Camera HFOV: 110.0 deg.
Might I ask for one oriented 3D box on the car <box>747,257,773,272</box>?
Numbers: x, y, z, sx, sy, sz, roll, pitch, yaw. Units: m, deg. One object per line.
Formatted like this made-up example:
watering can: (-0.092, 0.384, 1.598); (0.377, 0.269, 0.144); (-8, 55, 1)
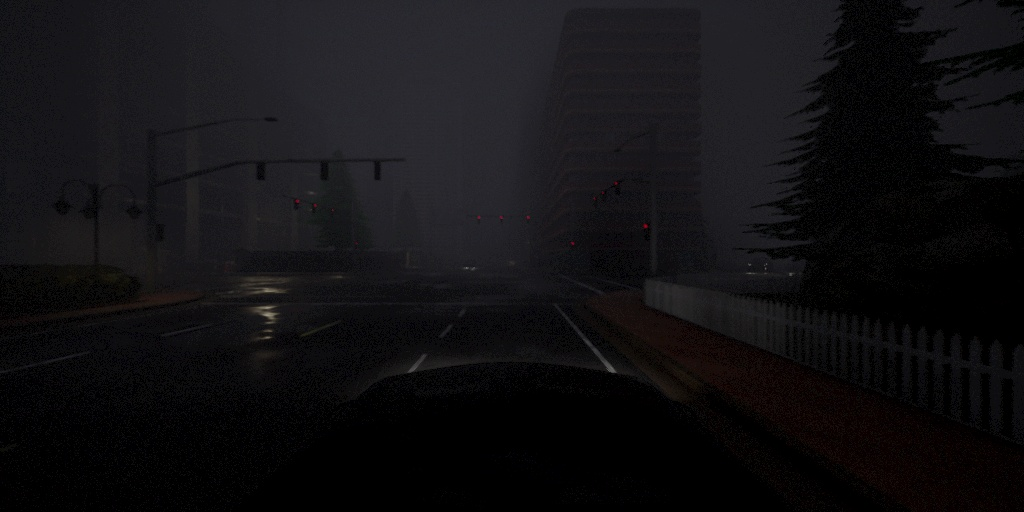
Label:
car: (30.058, 1.010, 43.387); (2.097, 1.767, 4.553); (0, 0, 43)

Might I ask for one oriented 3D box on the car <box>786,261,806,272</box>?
car: (33.579, 1.222, 42.048); (1.994, 1.385, 4.181); (0, 0, 42)

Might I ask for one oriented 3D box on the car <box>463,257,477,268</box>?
car: (-6.994, 1.247, 60.346); (2.033, 1.411, 5.357); (0, 0, 0)
